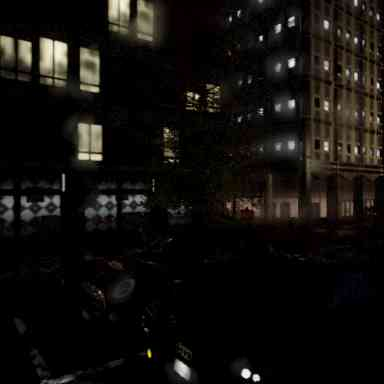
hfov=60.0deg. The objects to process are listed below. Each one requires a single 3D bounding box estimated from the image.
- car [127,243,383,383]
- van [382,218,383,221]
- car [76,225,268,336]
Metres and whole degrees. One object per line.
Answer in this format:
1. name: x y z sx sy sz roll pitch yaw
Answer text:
1. car: 1.527 1.590 4.457 4.181 1.385 1.994 0 0 -35
2. van: 9.101 1.445 13.064 3.998 1.788 1.690 0 -1 -35
3. car: -0.084 1.465 6.512 4.097 1.590 1.967 0 -1 -35
